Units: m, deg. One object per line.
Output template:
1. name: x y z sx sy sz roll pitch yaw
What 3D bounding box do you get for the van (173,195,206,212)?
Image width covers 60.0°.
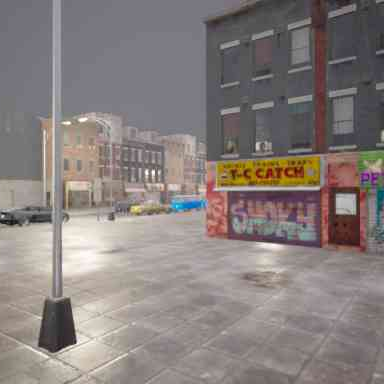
1. van: -0.464 1.248 35.897 1.690 1.788 3.998 0 0 35

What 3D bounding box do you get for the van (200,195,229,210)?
1. van: 2.825 1.233 40.503 1.690 1.788 3.998 0 0 35

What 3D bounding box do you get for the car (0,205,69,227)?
1. car: -10.330 1.521 22.078 1.947 1.339 4.313 0 0 35

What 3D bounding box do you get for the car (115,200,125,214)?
1. car: -5.441 1.422 33.320 2.128 1.511 4.902 0 0 35

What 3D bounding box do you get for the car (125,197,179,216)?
1. car: -3.654 1.448 31.429 1.752 1.417 4.829 0 0 35
